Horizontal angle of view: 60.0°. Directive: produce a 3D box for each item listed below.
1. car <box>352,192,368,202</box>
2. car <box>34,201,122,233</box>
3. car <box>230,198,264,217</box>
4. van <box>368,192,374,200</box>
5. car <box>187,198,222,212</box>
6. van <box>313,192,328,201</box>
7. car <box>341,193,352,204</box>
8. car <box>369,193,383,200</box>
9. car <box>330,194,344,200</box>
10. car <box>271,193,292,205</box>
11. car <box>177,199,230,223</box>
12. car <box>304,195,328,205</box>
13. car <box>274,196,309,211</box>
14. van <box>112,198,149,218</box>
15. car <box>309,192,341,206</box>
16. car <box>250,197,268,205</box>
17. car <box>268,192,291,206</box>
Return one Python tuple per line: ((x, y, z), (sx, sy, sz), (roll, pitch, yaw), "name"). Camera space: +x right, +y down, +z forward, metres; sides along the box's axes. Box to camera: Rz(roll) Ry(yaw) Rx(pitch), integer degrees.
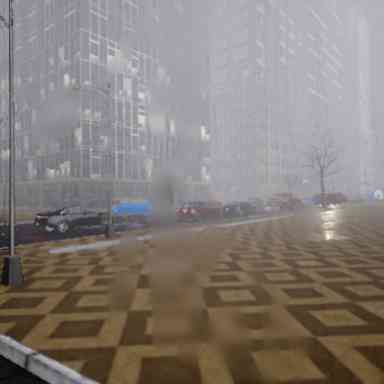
((30.020, 1.124, 60.662), (1.752, 1.417, 4.829), (0, 0, 40), "car")
((-7.158, 1.593, 20.599), (2.128, 1.511, 4.902), (-1, 0, 40), "car")
((4.348, 1.513, 30.001), (1.947, 1.339, 4.313), (0, 0, 40), "car")
((37.228, 0.842, 69.243), (1.690, 1.788, 3.998), (0, 0, 40), "van")
((1.546, 1.520, 39.811), (1.887, 1.381, 4.507), (0, 0, 40), "car")
((27.165, 0.969, 70.293), (1.690, 1.788, 3.998), (0, 0, 40), "van")
((22.591, 1.014, 51.819), (2.192, 1.841, 5.009), (0, 0, 40), "car")
((40.888, 1.003, 73.600), (2.008, 1.369, 4.403), (0, 0, 40), "car")
((34.485, 1.095, 79.007), (1.947, 1.339, 4.313), (0, 0, 40), "car")
((13.115, 1.316, 44.643), (2.128, 1.511, 4.902), (-1, 0, 40), "car")
((0.731, 1.437, 25.609), (1.967, 1.590, 4.097), (0, 0, 40), "car")
((19.525, 1.215, 52.346), (1.882, 1.535, 5.008), (-1, 0, 40), "car")
((11.615, 1.430, 38.754), (1.802, 1.307, 4.206), (0, 0, 40), "car")
((-5.859, 1.417, 31.171), (1.690, 1.788, 3.998), (0, 0, 40), "van")
((18.932, 1.064, 47.464), (2.192, 1.841, 5.009), (0, 0, 40), "car")
((8.869, 1.441, 48.515), (1.947, 1.339, 4.313), (0, 0, 40), "car")
((13.165, 1.042, 49.459), (2.150, 2.045, 5.566), (-1, 0, 40), "car")
